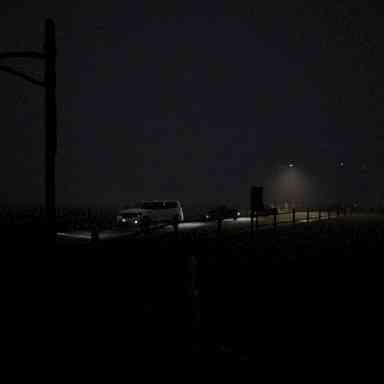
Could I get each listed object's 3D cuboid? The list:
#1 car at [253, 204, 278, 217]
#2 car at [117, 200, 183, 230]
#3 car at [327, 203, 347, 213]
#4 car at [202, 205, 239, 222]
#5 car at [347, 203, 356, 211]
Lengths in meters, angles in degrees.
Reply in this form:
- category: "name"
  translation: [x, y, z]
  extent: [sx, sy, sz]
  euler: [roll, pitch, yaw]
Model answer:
- category: "car"
  translation: [8.910, 2.266, 40.762]
  extent: [2.128, 1.511, 4.902]
  euler: [0, -1, 36]
- category: "car"
  translation: [-2.937, 1.608, 24.595]
  extent: [2.150, 2.045, 5.566]
  euler: [0, -1, 36]
- category: "car"
  translation: [23.329, 2.671, 54.208]
  extent: [1.812, 1.442, 4.674]
  euler: [0, -1, 37]
- category: "car"
  translation: [2.878, 2.067, 32.533]
  extent: [2.128, 1.511, 4.902]
  euler: [0, -1, 36]
- category: "car"
  translation: [29.818, 2.867, 63.082]
  extent: [1.837, 1.490, 4.892]
  euler: [0, -1, 36]
